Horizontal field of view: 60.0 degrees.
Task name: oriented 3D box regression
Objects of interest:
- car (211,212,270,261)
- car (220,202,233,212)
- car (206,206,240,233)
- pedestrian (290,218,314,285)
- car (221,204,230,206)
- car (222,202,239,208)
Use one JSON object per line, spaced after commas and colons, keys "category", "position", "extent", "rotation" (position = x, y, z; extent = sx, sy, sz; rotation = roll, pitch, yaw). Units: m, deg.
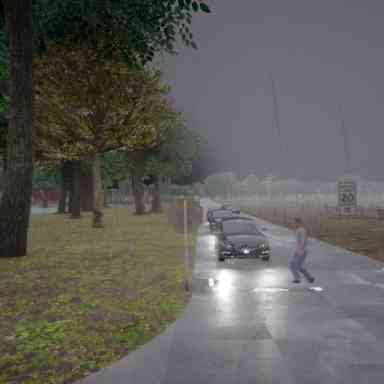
{"category": "car", "position": [1.912, 1.827, 13.736], "extent": [1.837, 1.490, 4.892], "rotation": [-1, -1, 2]}
{"category": "car", "position": [5.932, 2.549, 57.076], "extent": [1.837, 1.490, 4.892], "rotation": [-1, -1, 1]}
{"category": "car", "position": [2.158, 2.012, 23.628], "extent": [1.837, 1.490, 4.892], "rotation": [-1, -1, 2]}
{"category": "pedestrian", "position": [2.927, 1.499, 8.866], "extent": [0.375, 1.860, 0.375], "rotation": [-2, 0, 1]}
{"category": "car", "position": [2.425, 2.246, 34.085], "extent": [2.033, 1.411, 5.357], "rotation": [-1, -1, 2]}
{"category": "car", "position": [5.693, 2.437, 47.230], "extent": [1.994, 1.385, 4.181], "rotation": [-1, -1, 1]}
